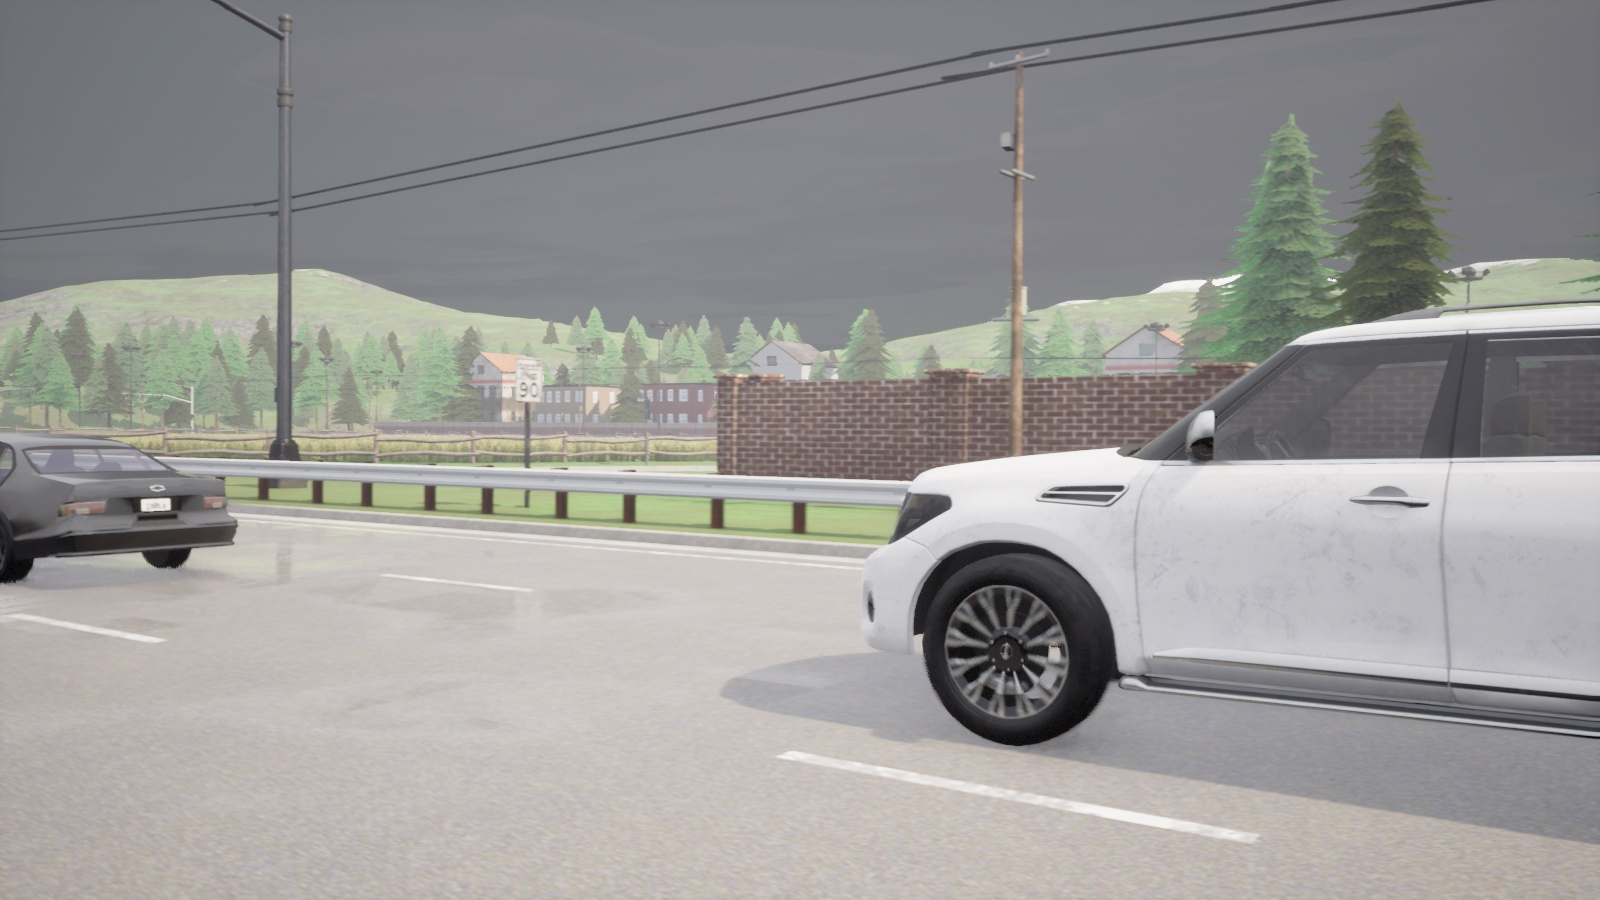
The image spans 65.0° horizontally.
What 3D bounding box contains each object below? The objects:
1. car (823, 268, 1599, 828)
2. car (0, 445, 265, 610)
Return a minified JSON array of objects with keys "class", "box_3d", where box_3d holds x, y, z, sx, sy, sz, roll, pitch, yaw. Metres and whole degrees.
[{"class":"car","box_3d":[3.039,0.344,5.801,5.566,2.045,2.150,0,1,34]},{"class":"car","box_3d":[-8.189,0.672,13.266,5.357,1.411,2.033,0,1,34]}]
